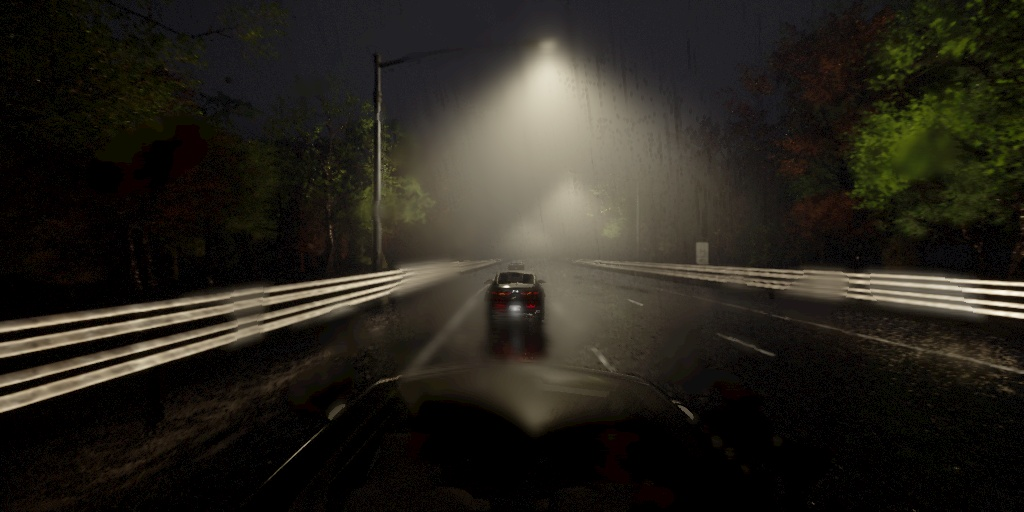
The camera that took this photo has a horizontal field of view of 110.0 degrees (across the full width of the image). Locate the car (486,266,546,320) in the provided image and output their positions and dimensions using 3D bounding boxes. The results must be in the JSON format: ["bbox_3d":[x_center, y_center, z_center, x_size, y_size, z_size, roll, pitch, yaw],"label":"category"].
[{"bbox_3d":[0.140,1.254,12.558,1.837,1.490,4.892,0,0,0],"label":"car"}]

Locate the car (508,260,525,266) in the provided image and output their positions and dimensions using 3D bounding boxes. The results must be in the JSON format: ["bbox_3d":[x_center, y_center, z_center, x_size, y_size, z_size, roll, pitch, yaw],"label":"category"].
[{"bbox_3d":[0.551,1.234,44.289,2.128,1.511,4.902,0,0,1],"label":"car"}]
